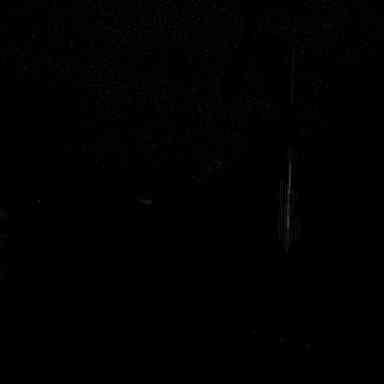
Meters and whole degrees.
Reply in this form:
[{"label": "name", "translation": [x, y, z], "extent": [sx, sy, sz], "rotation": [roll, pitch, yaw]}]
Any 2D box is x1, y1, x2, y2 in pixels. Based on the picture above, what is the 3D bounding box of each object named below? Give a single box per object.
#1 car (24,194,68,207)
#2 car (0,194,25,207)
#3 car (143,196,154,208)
[{"label": "car", "translation": [-17.087, 1.205, 39.690], "extent": [1.895, 1.301, 4.718], "rotation": [2, -2, 20]}, {"label": "car", "translation": [-20.862, 0.936, 39.512], "extent": [2.128, 1.511, 4.902], "rotation": [2, -1, 20]}, {"label": "car", "translation": [-9.052, 1.827, 61.880], "extent": [2.150, 2.045, 5.566], "rotation": [2, -2, 20]}]
